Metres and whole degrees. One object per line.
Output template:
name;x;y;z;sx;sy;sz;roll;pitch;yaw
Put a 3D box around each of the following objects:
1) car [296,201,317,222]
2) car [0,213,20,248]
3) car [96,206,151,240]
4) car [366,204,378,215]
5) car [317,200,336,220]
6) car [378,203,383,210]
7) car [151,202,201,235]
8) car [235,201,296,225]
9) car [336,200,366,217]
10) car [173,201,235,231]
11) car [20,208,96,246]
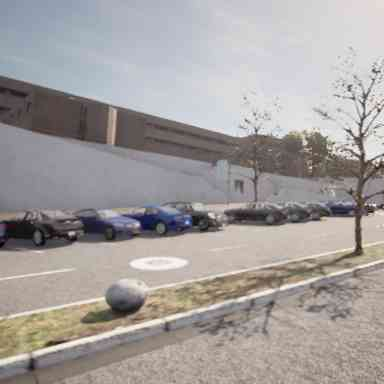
car;6.907;1.508;26.222;4.892;1.521;2.231;-1;0;31
car;-9.451;1.537;13.564;4.792;1.488;2.163;-1;-1;34
car;-4.672;1.541;17.066;4.674;1.452;2.002;-1;-1;33
car;15.892;1.543;33.925;5.008;1.535;2.097;0;-1;29
car;9.175;1.514;28.122;4.892;1.521;2.231;-1;0;30
car;27.118;1.695;43.678;5.008;1.535;2.097;0;-1;29
car;-2.321;1.499;18.848;5.008;1.535;2.097;-1;0;33
car;4.624;1.504;24.344;4.892;1.521;2.231;-1;0;31
car;13.654;1.530;31.984;5.008;1.535;2.097;0;-1;29
car;-0.019;1.375;20.683;4.553;1.767;2.185;-1;-1;32
car;-7.036;1.504;15.287;4.892;1.521;2.231;-1;0;34
